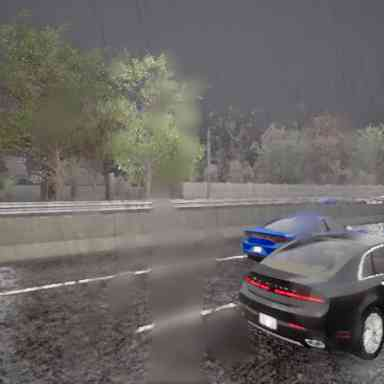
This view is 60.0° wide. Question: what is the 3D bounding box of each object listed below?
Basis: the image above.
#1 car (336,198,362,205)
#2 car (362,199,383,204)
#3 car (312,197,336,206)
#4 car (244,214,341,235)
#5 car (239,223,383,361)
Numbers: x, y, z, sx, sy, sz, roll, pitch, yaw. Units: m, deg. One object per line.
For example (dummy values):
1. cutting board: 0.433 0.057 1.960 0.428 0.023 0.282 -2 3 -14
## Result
1. car: 22.323 1.551 45.672 4.718 1.301 1.895 0 0 -35
2. car: 24.356 1.551 42.825 4.718 1.301 1.895 0 0 -35
3. car: 19.301 1.428 47.778 5.008 1.535 1.882 0 0 -36
4. car: 3.880 1.463 10.839 5.008 1.535 1.882 0 0 -35
5. car: 3.024 1.497 5.954 4.892 1.490 1.837 -1 0 -35
